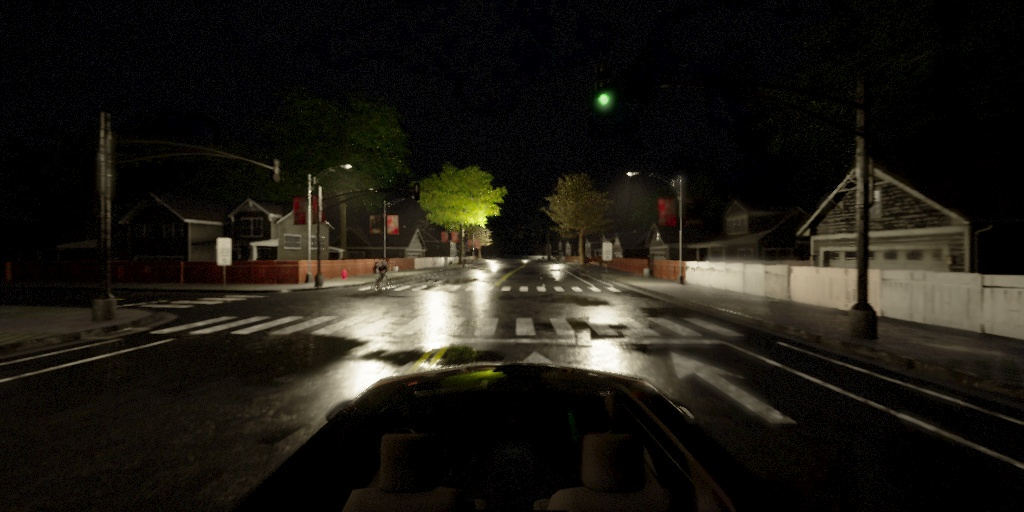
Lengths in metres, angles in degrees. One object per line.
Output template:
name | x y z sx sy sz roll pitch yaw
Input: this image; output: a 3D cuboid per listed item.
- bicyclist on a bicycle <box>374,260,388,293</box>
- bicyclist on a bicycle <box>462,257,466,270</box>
bicyclist on a bicycle | -7.136 1.095 19.523 0.659 1.776 1.843 0 0 2
bicyclist on a bicycle | -6.251 0.986 46.670 0.659 1.776 1.843 0 0 2
